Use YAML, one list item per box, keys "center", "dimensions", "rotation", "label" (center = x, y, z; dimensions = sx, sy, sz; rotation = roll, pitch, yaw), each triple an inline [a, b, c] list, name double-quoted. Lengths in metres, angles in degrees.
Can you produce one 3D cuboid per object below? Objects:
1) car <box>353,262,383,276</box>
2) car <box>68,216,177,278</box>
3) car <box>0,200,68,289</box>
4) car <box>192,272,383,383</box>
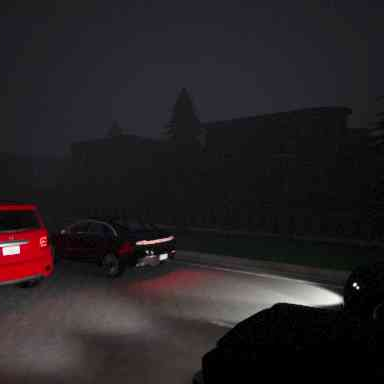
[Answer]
- center: [4.570, 1.564, 5.030]
  dimensions: [4.181, 1.385, 1.994]
  rotation: [0, 0, 35]
  label: "car"
- center: [-2.708, 1.490, 10.174]
  dimensions: [4.902, 1.511, 2.128]
  rotation: [0, 0, 36]
  label: "car"
- center: [-5.637, 1.219, 7.975]
  dimensions: [5.566, 2.045, 2.150]
  rotation: [0, 0, 36]
  label: "car"
- center: [2.334, 1.601, 2.327]
  dimensions: [4.718, 1.301, 1.895]
  rotation: [0, 0, 36]
  label: "car"
